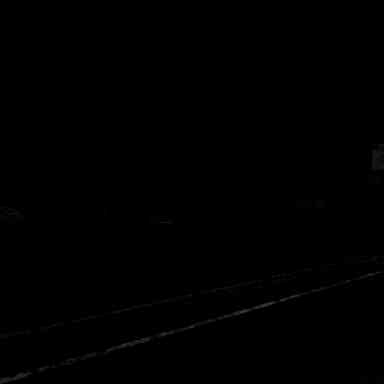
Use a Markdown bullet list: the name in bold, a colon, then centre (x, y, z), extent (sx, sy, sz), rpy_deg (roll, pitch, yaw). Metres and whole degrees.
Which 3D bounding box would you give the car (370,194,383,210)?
- **car**: centre (23.911, 1.385, 43.479), extent (2.185, 1.767, 4.553), rpy_deg (1, 0, -35)

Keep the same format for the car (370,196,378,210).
- **car**: centre (19.355, 1.513, 40.275), extent (2.002, 1.452, 4.674), rpy_deg (0, 0, -35)

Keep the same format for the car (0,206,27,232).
- **car**: centre (-10.665, 1.491, 18.920), extent (2.002, 1.452, 4.674), rpy_deg (0, 0, -35)

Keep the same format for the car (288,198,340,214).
- **car**: centre (12.551, 1.441, 35.426), extent (2.097, 1.535, 5.008), rpy_deg (0, 0, -35)

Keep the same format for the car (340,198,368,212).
- **car**: centre (17.083, 1.458, 38.662), extent (2.097, 1.535, 5.008), rpy_deg (0, 0, -35)
